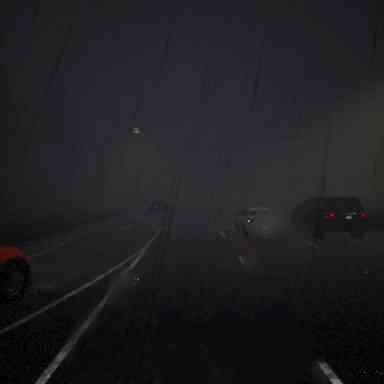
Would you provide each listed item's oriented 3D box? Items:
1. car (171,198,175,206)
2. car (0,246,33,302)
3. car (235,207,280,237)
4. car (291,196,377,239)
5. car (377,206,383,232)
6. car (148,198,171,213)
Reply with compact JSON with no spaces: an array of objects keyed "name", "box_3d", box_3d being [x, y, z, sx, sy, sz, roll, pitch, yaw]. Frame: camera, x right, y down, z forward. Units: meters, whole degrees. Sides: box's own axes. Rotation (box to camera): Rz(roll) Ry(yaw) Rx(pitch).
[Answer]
[{"name":"car","box_3d":[-3.892,1.668,57.938,1.895,1.301,4.718,0,0,0]},{"name":"car","box_3d":[-4.976,1.365,5.715,2.097,1.767,4.553,0,0,14]},{"name":"car","box_3d":[3.467,1.540,18.061,1.812,1.442,4.674,0,0,0]},{"name":"car","box_3d":[6.969,1.231,17.499,2.150,2.045,5.566,0,0,0]},{"name":"car","box_3d":[10.471,1.496,17.527,2.128,1.511,4.902,0,0,0]},{"name":"car","box_3d":[-3.761,1.609,37.285,1.994,1.385,4.181,0,0,0]}]
